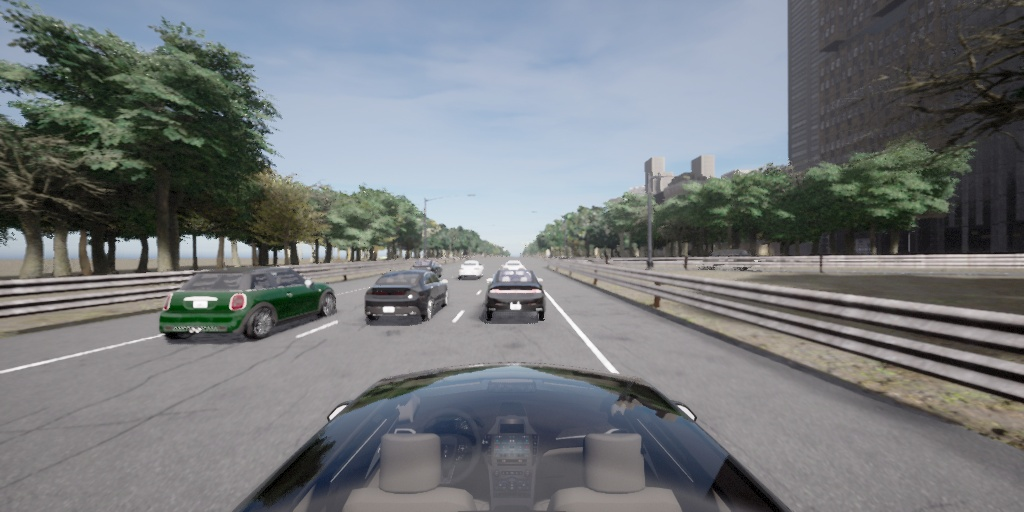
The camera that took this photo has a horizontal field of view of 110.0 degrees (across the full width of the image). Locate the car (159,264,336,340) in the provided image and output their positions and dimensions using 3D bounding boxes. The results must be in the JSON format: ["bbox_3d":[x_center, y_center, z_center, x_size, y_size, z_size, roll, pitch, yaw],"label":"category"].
[{"bbox_3d":[-6.897,1.081,10.059,2.097,1.767,4.553,0,0,0],"label":"car"}]

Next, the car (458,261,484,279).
[{"bbox_3d":[-3.393,1.158,30.379,1.812,1.442,4.674,0,0,0],"label":"car"}]

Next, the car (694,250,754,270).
[{"bbox_3d":[22.145,0.435,37.707,2.150,2.045,5.566,0,-1,-35],"label":"car"}]

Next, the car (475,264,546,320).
[{"bbox_3d":[0.103,1.209,12.501,2.128,1.511,4.902,0,0,0],"label":"car"}]

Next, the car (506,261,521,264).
[{"bbox_3d":[0.122,1.158,30.402,1.812,1.442,4.674,0,0,0],"label":"car"}]

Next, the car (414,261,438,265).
[{"bbox_3d":[-6.892,1.129,29.235,2.128,1.511,4.902,0,0,0],"label":"car"}]

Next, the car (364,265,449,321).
[{"bbox_3d":[-3.398,1.223,12.311,1.837,1.490,4.892,0,0,0],"label":"car"}]
